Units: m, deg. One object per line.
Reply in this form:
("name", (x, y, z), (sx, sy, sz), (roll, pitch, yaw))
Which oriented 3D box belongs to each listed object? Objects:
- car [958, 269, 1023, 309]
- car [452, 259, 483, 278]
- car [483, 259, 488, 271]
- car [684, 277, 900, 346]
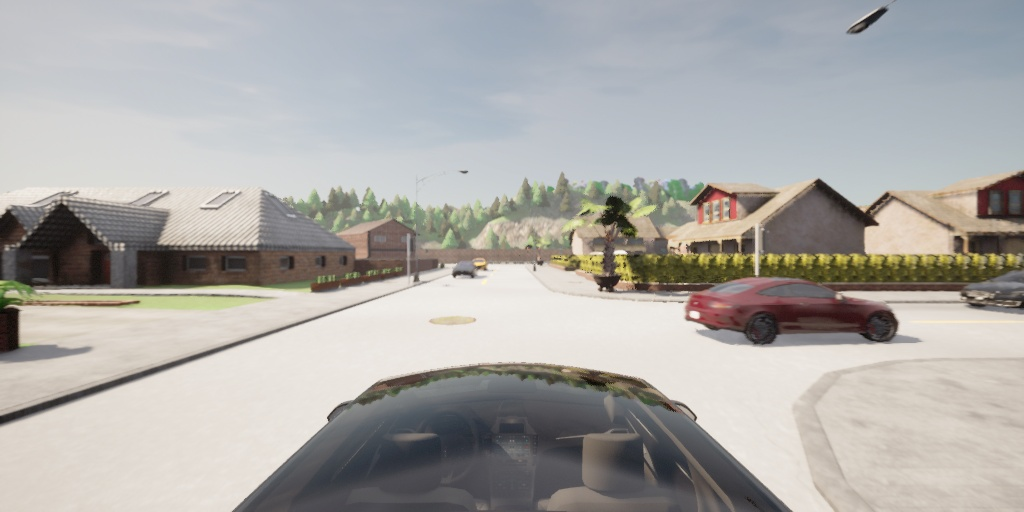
("car", (19.080, 1.207, 12.783), (4.892, 1.490, 1.837), (-1, 0, 0))
("car", (-4.076, 1.178, 31.981), (2.033, 1.411, 5.357), (0, 0, 0))
("car", (-4.058, 1.059, 44.448), (1.882, 1.535, 5.008), (0, 0, 0))
("car", (6.689, 1.248, 8.828), (4.674, 1.442, 1.812), (0, -1, -5))
